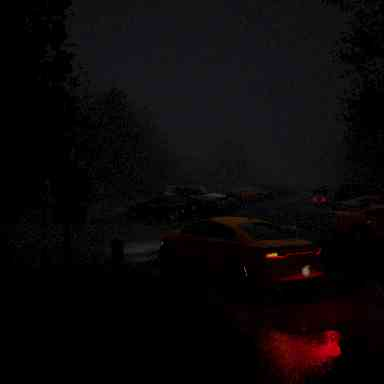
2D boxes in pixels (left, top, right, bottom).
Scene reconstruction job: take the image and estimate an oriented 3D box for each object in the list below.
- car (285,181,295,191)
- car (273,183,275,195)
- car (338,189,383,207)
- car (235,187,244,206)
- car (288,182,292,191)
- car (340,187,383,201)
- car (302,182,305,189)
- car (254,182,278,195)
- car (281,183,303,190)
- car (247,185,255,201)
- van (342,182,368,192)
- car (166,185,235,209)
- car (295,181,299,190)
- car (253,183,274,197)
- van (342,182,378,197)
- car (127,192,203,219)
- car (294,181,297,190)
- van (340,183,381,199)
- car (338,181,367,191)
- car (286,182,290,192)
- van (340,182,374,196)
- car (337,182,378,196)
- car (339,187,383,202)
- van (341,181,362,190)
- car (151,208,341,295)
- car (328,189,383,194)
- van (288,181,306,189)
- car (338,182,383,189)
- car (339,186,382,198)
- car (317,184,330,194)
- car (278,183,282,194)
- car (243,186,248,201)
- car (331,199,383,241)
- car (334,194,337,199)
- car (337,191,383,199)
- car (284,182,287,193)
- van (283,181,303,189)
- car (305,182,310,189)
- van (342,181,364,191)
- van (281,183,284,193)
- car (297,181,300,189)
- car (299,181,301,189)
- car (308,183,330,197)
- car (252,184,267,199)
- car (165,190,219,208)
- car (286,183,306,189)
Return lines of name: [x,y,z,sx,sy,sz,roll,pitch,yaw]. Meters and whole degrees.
car: [16.022,-0.708,62.667,5.366,1.575,1.946,1,2,24]
car: [8.209,-0.045,44.884,4.892,1.521,2.231,1,3,24]
car: [16.687,0.521,31.918,4.792,1.488,2.163,1,3,24]
car: [1.552,0.633,29.642,5.366,1.575,1.946,1,3,24]
car: [15.025,-0.580,60.074,4.792,1.488,2.163,1,2,24]
car: [20.148,0.193,39.460,4.792,1.488,2.163,1,2,24]
car: [23.023,-1.257,77.773,5.008,1.535,2.097,1,2,24]
car: [9.384,-0.270,47.397,4.553,1.767,2.185,1,2,24]
car: [24.170,-1.309,80.301,4.674,1.452,2.002,1,2,24]
car: [3.493,0.394,34.851,5.366,1.575,1.946,1,3,24]
van: [31.648,-0.997,64.770,4.442,1.987,1.878,1,2,24]
car: [0.269,0.499,27.166,5.566,2.045,2.435,1,3,24]
car: [18.464,-0.886,67.654,4.892,1.521,2.231,1,2,24]
car: [7.248,0.058,42.284,5.366,1.575,1.946,1,3,24]
van: [23.637,-0.347,46.985,4.442,1.987,1.878,1,2,24]
car: [-2.062,1.012,22.144,4.792,1.488,2.163,1,3,24]
car: [17.337,-0.793,65.118,4.892,1.521,2.231,1,2,24]
van: [21.152,-0.162,42.014,4.442,1.987,1.878,1,2,24]
car: [34.927,-1.301,72.402,5.566,2.045,2.435,1,2,24]
car: [13.886,-0.488,57.544,4.792,1.488,2.163,1,2,24]
van: [24.562,-0.443,49.605,4.442,1.987,1.878,1,2,24]
car: [25.779,-0.559,52.092,5.566,2.045,2.435,1,2,24]
car: [19.064,0.292,37.055,4.792,1.488,2.163,1,3,24]
van: [38.260,-1.554,80.019,4.442,1.987,1.878,1,2,24]
car: [0.921,1.371,8.558,1.882,1.535,5.008,2,-1,-31]
car: [13.133,0.835,24.412,5.366,1.575,1.946,1,3,24]
van: [28.612,-1.872,90.447,4.442,1.987,1.878,1,1,24]
car: [15.602,0.358,29.359,5.566,2.045,2.435,1,3,24]
car: [22.399,-0.031,44.515,5.008,1.535,2.097,1,2,24]
car: [22.512,-0.486,56.805,1.882,1.535,5.008,1,2,24]
car: [10.521,-0.210,49.930,4.792,1.488,2.163,1,2,24]
car: [2.528,0.518,32.244,4.892,1.521,2.231,1,3,24]
car: [8.801,1.301,14.357,5.008,1.535,2.097,1,3,24]
car: [11.002,1.103,19.303,4.792,1.488,2.163,1,3,24]
car: [9.971,1.060,16.861,4.553,1.767,2.185,1,3,24]
car: [12.746,-0.395,55.015,4.792,1.488,2.163,1,2,24]
van: [25.201,-1.669,82.870,4.442,1.987,1.878,1,2,24]
car: [26.472,-1.785,85.339,5.566,2.045,2.435,1,2,24]
van: [36.196,-1.366,74.868,4.442,1.987,1.878,1,2,24]
van: [11.740,-0.556,52.416,4.442,1.987,1.878,1,2,24]
car: [19.440,-0.985,70.257,5.366,1.575,1.946,1,2,24]
car: [20.721,-1.198,72.719,4.553,1.767,2.185,1,2,24]
car: [18.285,-0.129,47.422,2.128,1.511,4.902,1,2,24]
car: [5.821,0.158,40.019,5.366,1.575,1.946,1,3,24]
car: [-0.891,0.866,24.658,5.008,1.535,2.097,1,3,24]
car: [27.602,-1.567,87.856,4.792,1.488,2.163,1,2,24]
